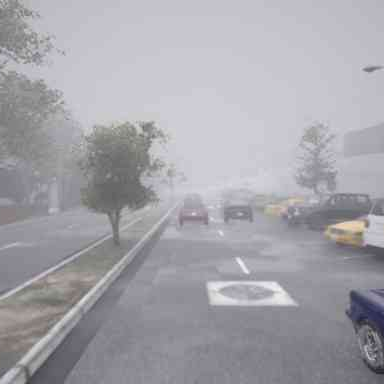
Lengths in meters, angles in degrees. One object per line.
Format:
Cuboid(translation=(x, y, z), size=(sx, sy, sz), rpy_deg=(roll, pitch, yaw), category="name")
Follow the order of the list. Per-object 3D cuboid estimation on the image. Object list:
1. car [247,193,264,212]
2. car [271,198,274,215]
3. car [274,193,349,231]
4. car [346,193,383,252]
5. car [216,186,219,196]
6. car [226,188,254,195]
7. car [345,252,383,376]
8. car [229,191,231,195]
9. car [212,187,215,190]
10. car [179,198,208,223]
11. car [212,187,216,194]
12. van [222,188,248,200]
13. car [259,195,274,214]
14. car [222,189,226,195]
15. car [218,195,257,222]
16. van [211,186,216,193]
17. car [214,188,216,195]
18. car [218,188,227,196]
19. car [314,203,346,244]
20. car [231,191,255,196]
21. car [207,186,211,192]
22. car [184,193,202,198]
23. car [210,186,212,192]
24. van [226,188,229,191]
Cuboid(translation=(8.058, 1.164, 31.555), size=(4.792, 1.488, 2.163), rpy_deg=(0, 1, -20), category="car")
Cuboid(translation=(8.084, 1.324, 22.559), size=(4.674, 1.452, 2.002), rpy_deg=(0, 1, -20), category="car")
Cuboid(translation=(8.056, 1.079, 19.536), size=(5.566, 2.045, 2.435), rpy_deg=(0, 1, -20), category="car")
Cuboid(translation=(8.103, 1.176, 10.556), size=(5.566, 2.045, 2.435), rpy_deg=(1, 0, -20), category="car")
Cuboid(translation=(8.126, 0.307, 64.481), size=(5.566, 2.045, 2.435), rpy_deg=(0, 1, -20), category="car")
Cuboid(translation=(8.063, 0.695, 49.546), size=(4.553, 1.767, 2.185), rpy_deg=(0, 1, -20), category="car")
Cuboid(translation=(3.101, 1.591, 2.590), size=(1.895, 1.301, 4.718), rpy_deg=(0, 0, 0), category="car")
Cuboid(translation=(8.085, 0.912, 46.577), size=(4.674, 1.452, 2.002), rpy_deg=(0, 1, -20), category="car")
Cuboid(translation=(8.099, 0.193, 82.379), size=(4.674, 1.452, 2.002), rpy_deg=(0, 1, -20), category="car")
Cuboid(translation=(0.109, 1.347, 23.303), size=(1.994, 1.385, 4.181), rpy_deg=(0, 1, 0), category="car")
Cuboid(translation=(8.129, 0.264, 79.408), size=(4.792, 1.488, 2.163), rpy_deg=(0, 1, -20), category="car")
Cuboid(translation=(7.990, 0.385, 61.439), size=(4.442, 1.987, 1.878), rpy_deg=(0, 1, -20), category="van")
Cuboid(translation=(8.253, 1.235, 25.631), size=(5.366, 1.575, 1.946), rpy_deg=(0, 1, -20), category="car")
Cuboid(translation=(8.087, 0.717, 55.522), size=(4.892, 1.521, 2.231), rpy_deg=(0, 1, -20), category="car")
Cuboid(translation=(3.109, 1.251, 23.918), size=(1.882, 1.535, 5.008), rpy_deg=(0, 1, 0), category="car")
Cuboid(translation=(8.000, -0.155, 85.303), size=(4.442, 1.987, 1.878), rpy_deg=(0, 2, -20), category="van")
Cuboid(translation=(8.073, 0.406, 73.413), size=(4.792, 1.488, 2.163), rpy_deg=(0, 2, -20), category="car")
Cuboid(translation=(8.073, 0.413, 58.486), size=(5.566, 2.045, 2.435), rpy_deg=(0, 1, -20), category="car")
Cuboid(translation=(7.904, 1.394, 13.486), size=(5.366, 1.575, 1.946), rpy_deg=(1, 1, -20), category="car")
Cuboid(translation=(8.063, 0.954, 43.559), size=(4.792, 1.488, 2.163), rpy_deg=(0, 1, -20), category="car")
Cuboid(translation=(7.935, -0.210, 94.243), size=(5.366, 1.575, 1.946), rpy_deg=(0, 2, -20), category="car")
Cuboid(translation=(0.116, 0.845, 40.240), size=(2.097, 1.767, 4.553), rpy_deg=(0, 1, 0), category="car")
Cuboid(translation=(8.079, -0.145, 88.332), size=(4.553, 1.767, 2.185), rpy_deg=(0, 2, -20), category="car")
Cuboid(translation=(8.203, 0.543, 52.579), size=(4.442, 1.987, 1.878), rpy_deg=(0, 1, -20), category="van")
